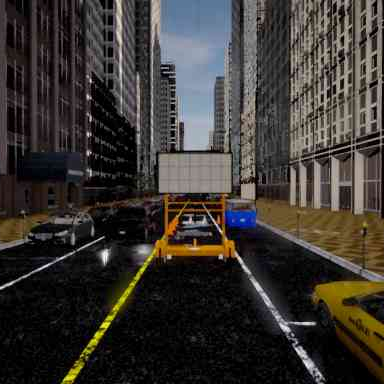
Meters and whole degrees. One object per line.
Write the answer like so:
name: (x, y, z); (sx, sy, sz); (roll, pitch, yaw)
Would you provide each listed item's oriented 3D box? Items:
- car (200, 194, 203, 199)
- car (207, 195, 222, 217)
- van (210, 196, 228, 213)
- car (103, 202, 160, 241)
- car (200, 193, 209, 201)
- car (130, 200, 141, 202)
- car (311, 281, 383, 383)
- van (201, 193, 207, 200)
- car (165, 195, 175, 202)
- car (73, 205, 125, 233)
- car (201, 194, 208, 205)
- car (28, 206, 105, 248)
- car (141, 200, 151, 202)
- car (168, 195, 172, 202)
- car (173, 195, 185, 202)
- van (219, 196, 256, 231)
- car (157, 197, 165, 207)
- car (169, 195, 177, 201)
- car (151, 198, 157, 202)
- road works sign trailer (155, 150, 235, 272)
car: (3.293, 1.293, 82.863); (2.192, 1.841, 5.009); (-1, 0, 0)
car: (2.915, 1.308, 31.711); (2.192, 1.841, 5.009); (-1, 0, 0)
van: (2.957, 1.332, 37.395); (1.690, 1.788, 3.998); (-1, 0, 0)
car: (-2.978, 1.473, 16.781); (1.882, 1.535, 5.008); (0, 0, 0)
car: (3.335, 1.291, 88.547); (2.192, 1.841, 5.009); (-1, 0, 0)
car: (-5.505, 1.539, 26.090); (1.887, 1.381, 4.507); (-1, 0, 0)
car: (2.708, 1.524, 3.464); (1.752, 1.417, 4.829); (-1, 0, 0)
van: (3.378, 1.315, 94.230); (1.690, 1.788, 3.998); (-1, 0, 0)
car: (-5.128, 1.420, 77.241); (1.967, 1.590, 4.097); (-1, 0, 0)
car: (-5.547, 1.561, 20.406); (1.947, 1.339, 4.313); (-1, 0, 0)
car: (3.127, 1.536, 60.128); (2.008, 1.369, 4.403); (-1, 0, 0)
car: (-5.589, 1.547, 14.723); (2.008, 1.369, 4.403); (-1, 0, 0)
car: (-5.464, 1.543, 31.773); (2.008, 1.369, 4.403); (-1, 0, 0)
car: (-5.253, 1.536, 60.190); (2.008, 1.369, 4.403); (-1, 0, 0)
car: (-2.479, 1.460, 70.321); (1.882, 1.535, 5.008); (0, 0, 0)
van: (2.831, 1.336, 20.344); (1.690, 1.788, 3.998); (-1, 0, 0)
car: (-5.337, 1.539, 48.824); (2.008, 1.369, 4.403); (-1, 0, 0)
car: (-5.044, 1.502, 88.438); (1.752, 1.417, 4.829); (-1, 0, 0)
car: (-5.421, 1.573, 37.457); (1.802, 1.307, 4.206); (-1, 0, 0)
road works sign trailer: (0.097, 0.462, 10.744); (2.380, 3.560, 2.880); (0, 0, 1)
